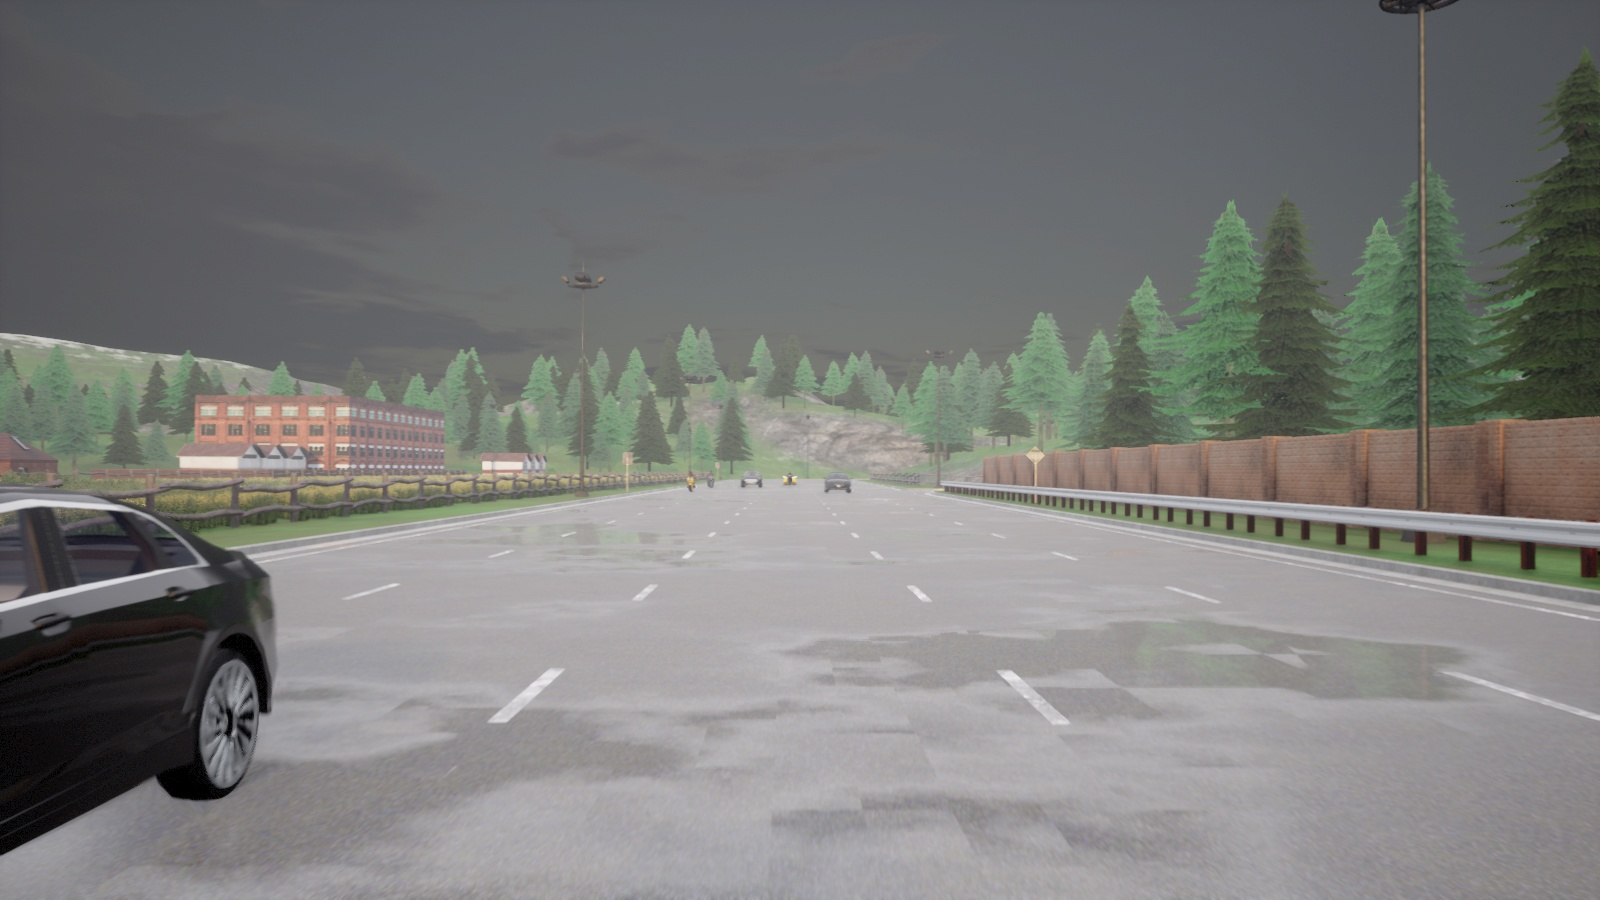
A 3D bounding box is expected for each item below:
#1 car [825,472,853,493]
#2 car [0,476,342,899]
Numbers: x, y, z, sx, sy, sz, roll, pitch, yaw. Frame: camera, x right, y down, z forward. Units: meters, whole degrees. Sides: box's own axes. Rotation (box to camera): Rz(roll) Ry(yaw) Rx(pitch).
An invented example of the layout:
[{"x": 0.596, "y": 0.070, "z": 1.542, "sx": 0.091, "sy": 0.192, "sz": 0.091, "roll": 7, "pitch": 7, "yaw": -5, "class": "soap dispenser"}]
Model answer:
[{"x": 2.760, "y": 2.317, "z": 90.093, "sx": 1.837, "sy": 1.490, "sz": 4.892, "roll": 0, "pitch": -1, "yaw": 0, "class": "car"}, {"x": -3.573, "y": 0.860, "z": 4.489, "sx": 2.128, "sy": 1.511, "sz": 4.902, "roll": 0, "pitch": -1, "yaw": -1, "class": "car"}]
